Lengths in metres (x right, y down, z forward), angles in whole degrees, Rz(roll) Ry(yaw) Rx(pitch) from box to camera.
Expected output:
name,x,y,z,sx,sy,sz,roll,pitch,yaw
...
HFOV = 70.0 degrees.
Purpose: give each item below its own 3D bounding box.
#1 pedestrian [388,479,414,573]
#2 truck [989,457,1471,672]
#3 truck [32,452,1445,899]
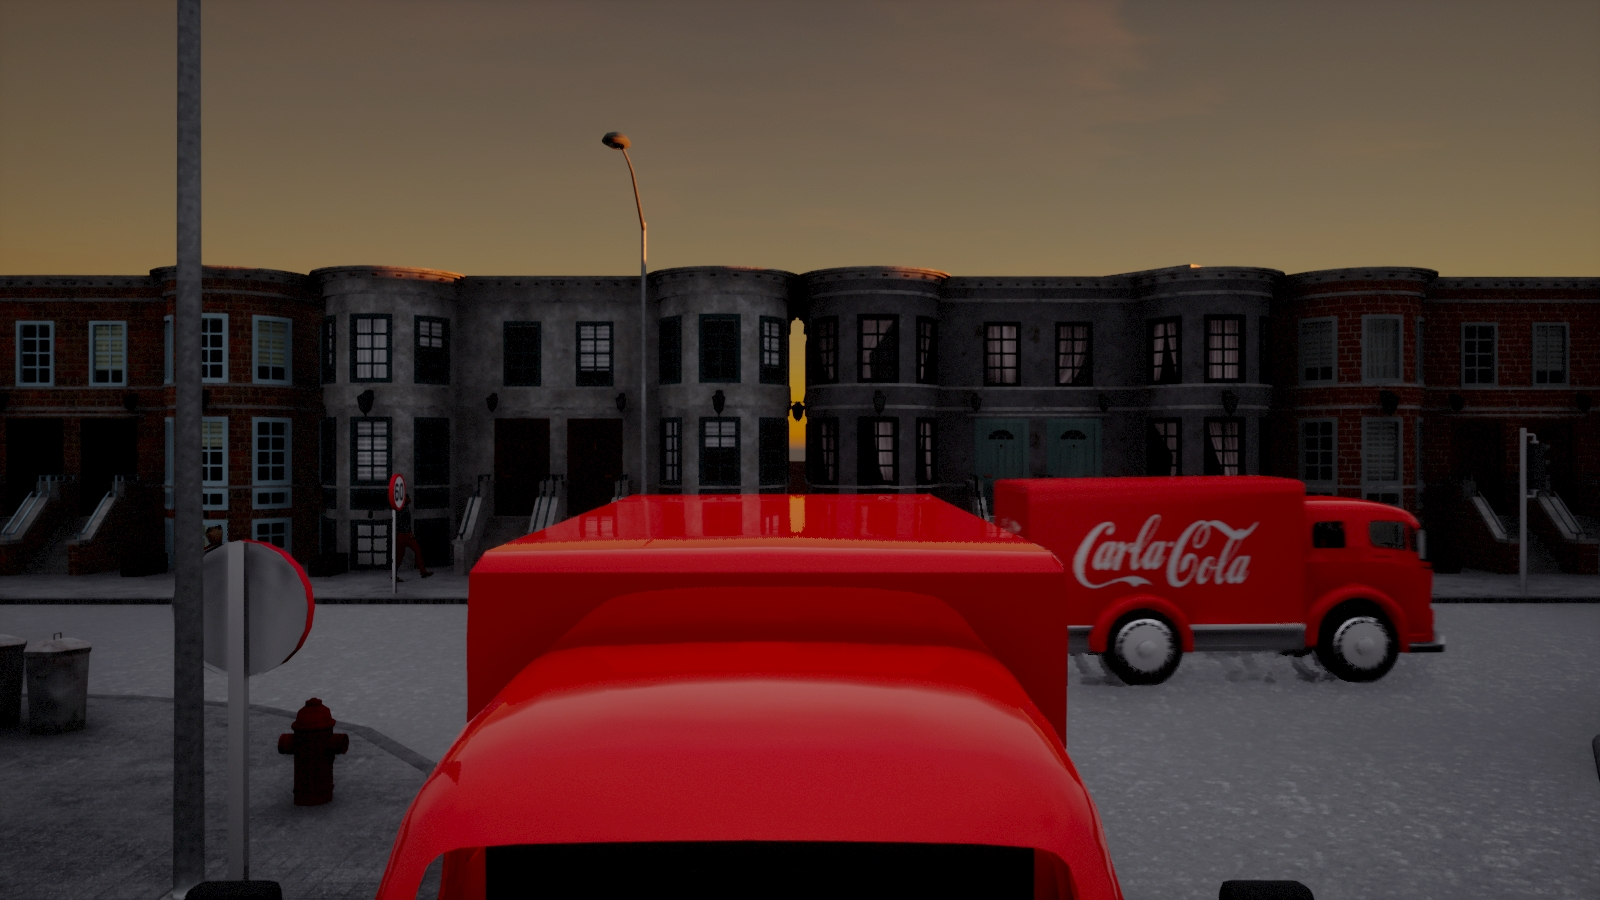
name,x,y,z,sx,sy,sz,roll,pitch,yaw
pedestrian,-8.045,1.525,23.060,0.375,1.860,0.375,0,0,6
truck,5.273,1.354,14.727,5.204,2.467,2.627,0,0,-1
truck,-0.117,1.325,4.762,2.627,2.467,5.204,0,2,0
